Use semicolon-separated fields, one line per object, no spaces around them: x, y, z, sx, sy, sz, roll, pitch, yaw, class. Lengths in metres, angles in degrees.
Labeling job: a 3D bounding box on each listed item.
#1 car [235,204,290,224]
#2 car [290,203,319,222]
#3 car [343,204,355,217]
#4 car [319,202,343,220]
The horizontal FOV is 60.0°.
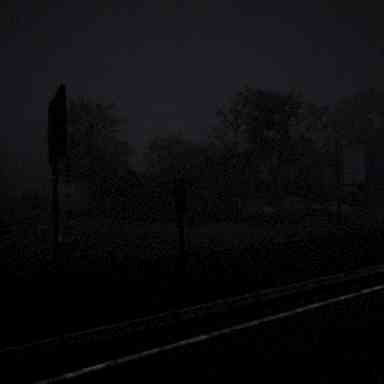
5.679;1.948;28.566;2.002;1.452;4.674;-1;-1;-31;car
8.498;1.855;30.233;2.231;1.521;4.892;-1;-1;-31;car
14.024;1.789;33.505;2.002;1.452;4.674;-1;-1;-31;car
11.309;1.801;31.909;2.097;1.535;5.008;-1;-1;-31;car
